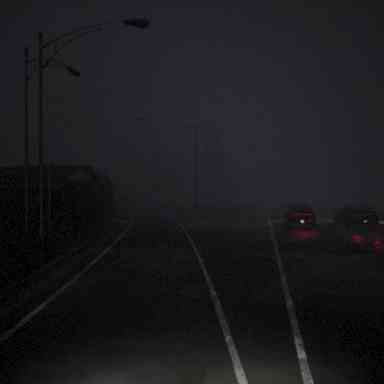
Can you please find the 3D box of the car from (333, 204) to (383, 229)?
[{"bbox_3d":[10.607,1.515,21.759,2.128,1.511,4.902,0,0,12],"label":"car"}]

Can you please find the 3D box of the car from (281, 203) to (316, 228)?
[{"bbox_3d":[7.206,1.543,22.595,1.837,1.490,4.892,0,0,12],"label":"car"}]

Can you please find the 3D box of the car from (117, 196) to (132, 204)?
[{"bbox_3d":[-14.524,1.611,73.112,2.097,1.767,4.553,0,0,-21],"label":"car"}]

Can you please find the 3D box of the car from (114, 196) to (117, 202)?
[{"bbox_3d":[-18.252,1.663,82.558,1.812,1.442,4.674,0,0,-24],"label":"car"}]
